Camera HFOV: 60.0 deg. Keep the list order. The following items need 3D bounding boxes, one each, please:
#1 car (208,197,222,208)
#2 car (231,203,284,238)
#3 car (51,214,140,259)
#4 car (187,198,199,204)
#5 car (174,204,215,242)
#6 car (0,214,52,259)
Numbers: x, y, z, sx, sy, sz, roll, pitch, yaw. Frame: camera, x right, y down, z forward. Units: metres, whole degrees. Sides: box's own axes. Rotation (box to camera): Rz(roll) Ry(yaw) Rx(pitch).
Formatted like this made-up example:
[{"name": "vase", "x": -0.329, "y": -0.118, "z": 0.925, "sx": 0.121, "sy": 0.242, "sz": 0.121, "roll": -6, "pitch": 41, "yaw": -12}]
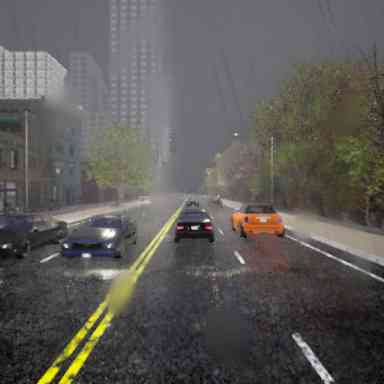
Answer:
[{"name": "car", "x": 3.368, "y": 1.505, "z": 48.987, "sx": 2.128, "sy": 1.511, "sz": 4.902, "roll": 0, "pitch": 0, "yaw": 0}, {"name": "car", "x": 3.357, "y": 1.357, "z": 17.769, "sx": 2.097, "sy": 1.767, "sz": 4.553, "roll": 0, "pitch": 0, "yaw": 0}, {"name": "car", "x": -3.245, "y": 1.573, "z": 12.886, "sx": 2.033, "sy": 1.411, "sz": 5.357, "roll": 0, "pitch": 0, "yaw": 0}, {"name": "car", "x": 0.119, "y": 1.615, "z": 51.587, "sx": 1.895, "sy": 1.301, "sz": 4.718, "roll": 0, "pitch": 0, "yaw": 0}, {"name": "car", "x": 0.107, "y": 1.553, "z": 16.496, "sx": 2.033, "sy": 1.411, "sz": 5.357, "roll": 0, "pitch": 0, "yaw": 0}, {"name": "car", "x": -6.495, "y": 1.595, "z": 12.887, "sx": 2.033, "sy": 1.411, "sz": 5.357, "roll": 0, "pitch": 0, "yaw": 0}]
